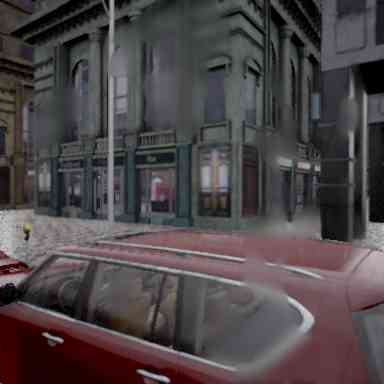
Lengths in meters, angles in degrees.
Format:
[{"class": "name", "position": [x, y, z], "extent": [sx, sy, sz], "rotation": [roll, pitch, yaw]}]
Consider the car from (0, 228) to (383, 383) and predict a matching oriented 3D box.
[{"class": "car", "position": [-0.438, 1.306, 3.269], "extent": [5.009, 1.841, 2.192], "rotation": [0, 0, 35]}]
